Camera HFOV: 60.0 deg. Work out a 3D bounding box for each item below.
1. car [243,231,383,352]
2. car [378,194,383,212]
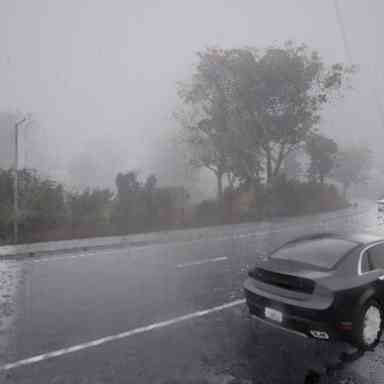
[{"bbox_3d":[3.085,1.514,6.275,4.892,1.490,1.837,0,0,-38],"label":"car"},{"bbox_3d":[22.687,1.247,38.063,2.150,2.045,5.566,0,0,34],"label":"car"}]
